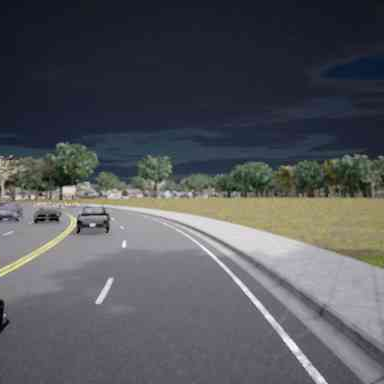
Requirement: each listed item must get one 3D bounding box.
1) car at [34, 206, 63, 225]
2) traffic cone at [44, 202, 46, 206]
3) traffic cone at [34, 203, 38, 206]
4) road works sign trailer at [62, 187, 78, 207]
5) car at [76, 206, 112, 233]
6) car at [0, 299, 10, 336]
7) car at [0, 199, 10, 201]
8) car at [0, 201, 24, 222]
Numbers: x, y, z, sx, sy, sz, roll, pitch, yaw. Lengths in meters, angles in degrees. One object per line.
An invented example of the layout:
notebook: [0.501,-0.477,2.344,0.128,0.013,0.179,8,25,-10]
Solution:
car: [-11.364,1.788,26.507,1.895,1.301,4.718,0,0,-19]
traffic cone: [-27.026,2.356,61.310,0.340,0.580,0.340,-1,0,-44]
traffic cone: [-29.786,2.389,64.206,0.340,0.580,0.340,-1,0,-44]
road works sign trailer: [-21.208,0.798,57.212,2.380,3.560,2.880,-1,0,-44]
car: [-6.058,1.619,20.704,2.128,1.511,4.902,0,0,-14]
car: [-3.309,1.627,2.326,1.895,1.301,4.718,0,0,-2]
car: [-34.226,2.039,61.037,4.181,1.385,1.994,-1,0,42]
car: [-15.509,1.774,28.422,2.033,1.411,5.357,0,0,-21]
